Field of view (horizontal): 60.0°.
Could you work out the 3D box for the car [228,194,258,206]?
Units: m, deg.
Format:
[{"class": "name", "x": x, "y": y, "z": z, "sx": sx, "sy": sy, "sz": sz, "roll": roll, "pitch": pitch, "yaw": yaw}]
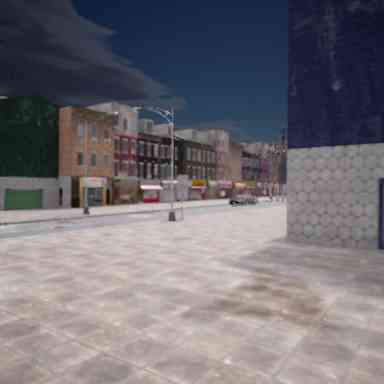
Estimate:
[{"class": "car", "x": 6.660, "y": 0.993, "z": 42.637, "sx": 2.033, "sy": 1.411, "sz": 5.357, "roll": 1, "pitch": 1, "yaw": 36}]
